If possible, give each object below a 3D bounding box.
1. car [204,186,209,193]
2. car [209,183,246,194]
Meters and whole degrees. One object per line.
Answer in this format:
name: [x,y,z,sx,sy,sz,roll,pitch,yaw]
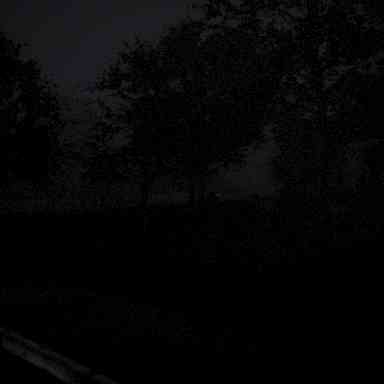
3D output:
car: [3.756,-0.717,55.688,4.553,1.767,2.097,-3,3,-26]
car: [6.028,-0.443,52.931,5.357,1.411,2.033,-3,3,-26]
